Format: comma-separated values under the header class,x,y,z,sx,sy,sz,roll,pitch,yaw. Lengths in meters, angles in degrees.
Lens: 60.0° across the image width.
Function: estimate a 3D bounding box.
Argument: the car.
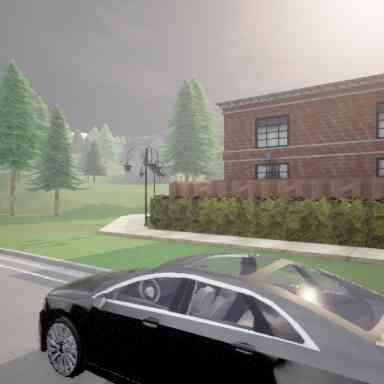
class,x,y,z,sx,sy,sz,roll,pitch,yaw
car,0.153,1.490,3.878,4.902,1.511,2.128,0,0,36
